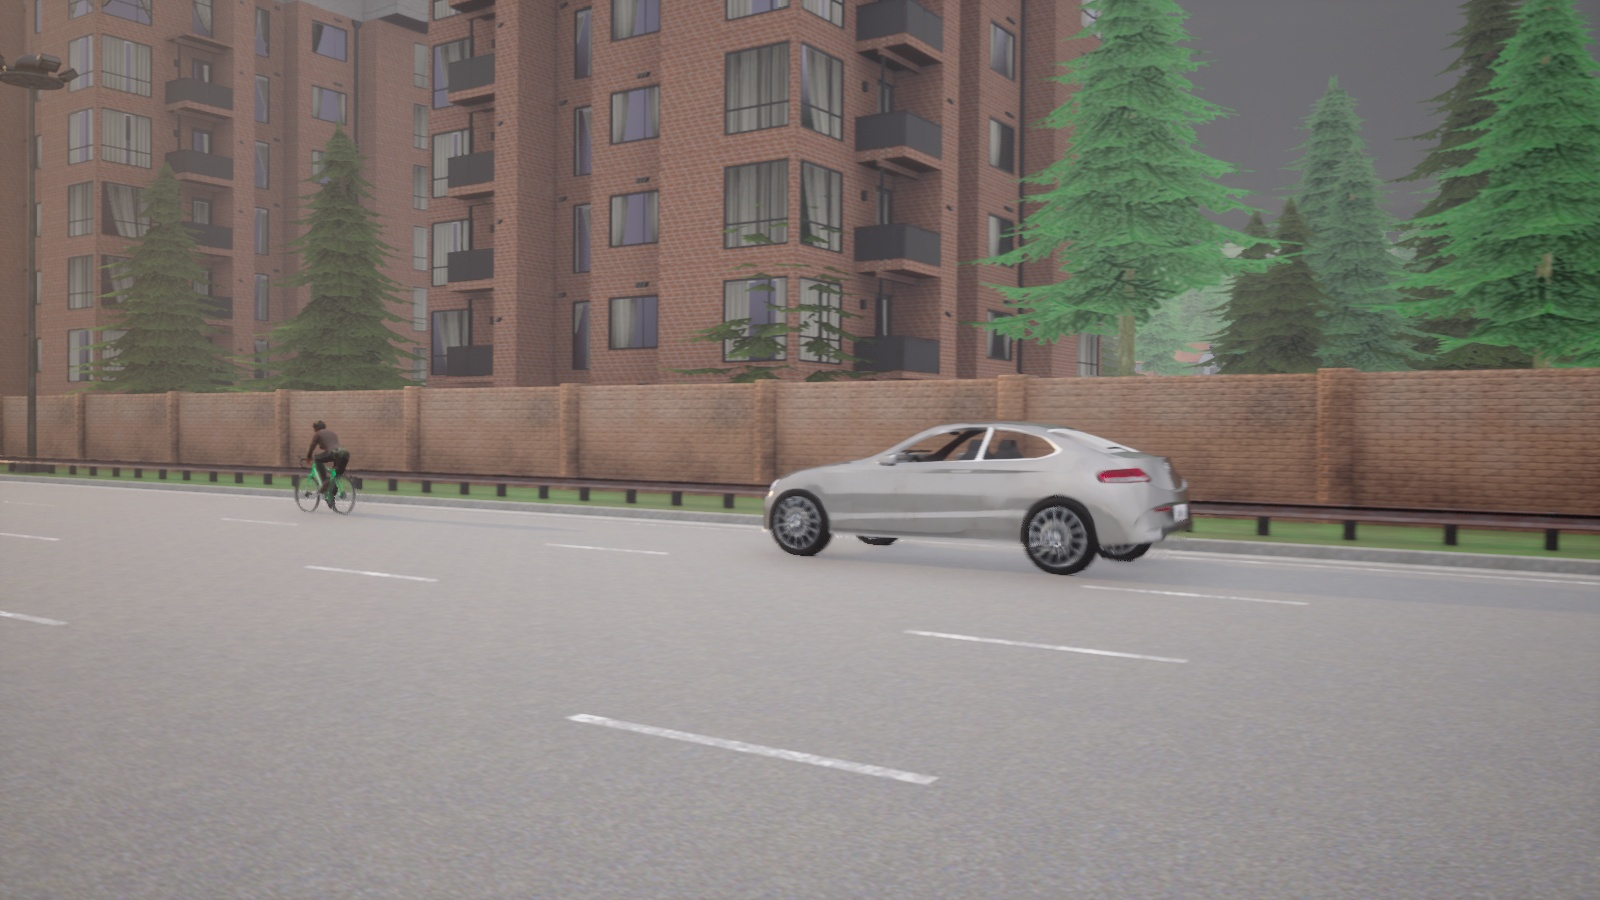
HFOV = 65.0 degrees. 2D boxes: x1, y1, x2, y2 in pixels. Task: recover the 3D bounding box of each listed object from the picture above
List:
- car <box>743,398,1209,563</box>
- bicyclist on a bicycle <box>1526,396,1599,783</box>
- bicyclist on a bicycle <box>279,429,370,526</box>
[{"bbox_3d":[1.997,0.290,14.897,5.027,1.651,2.152,0,1,34],"label":"car"},{"bbox_3d":[3.978,0.577,5.181,1.656,1.620,0.582,-1,1,34],"label":"bicyclist on a bicycle"},{"bbox_3d":[-8.214,0.468,21.684,1.656,1.620,0.582,-1,1,34],"label":"bicyclist on a bicycle"}]
